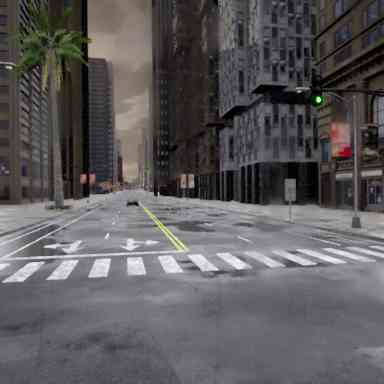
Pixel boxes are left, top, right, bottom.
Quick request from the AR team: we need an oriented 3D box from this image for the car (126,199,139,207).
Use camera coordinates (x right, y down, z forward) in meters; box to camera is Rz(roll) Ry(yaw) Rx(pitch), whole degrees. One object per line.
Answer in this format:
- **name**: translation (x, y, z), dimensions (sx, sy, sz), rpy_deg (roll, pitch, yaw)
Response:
- **car**: translation (-9.302, 1.670, 51.961), dimensions (1.895, 1.301, 4.718), rpy_deg (-1, 0, -11)
